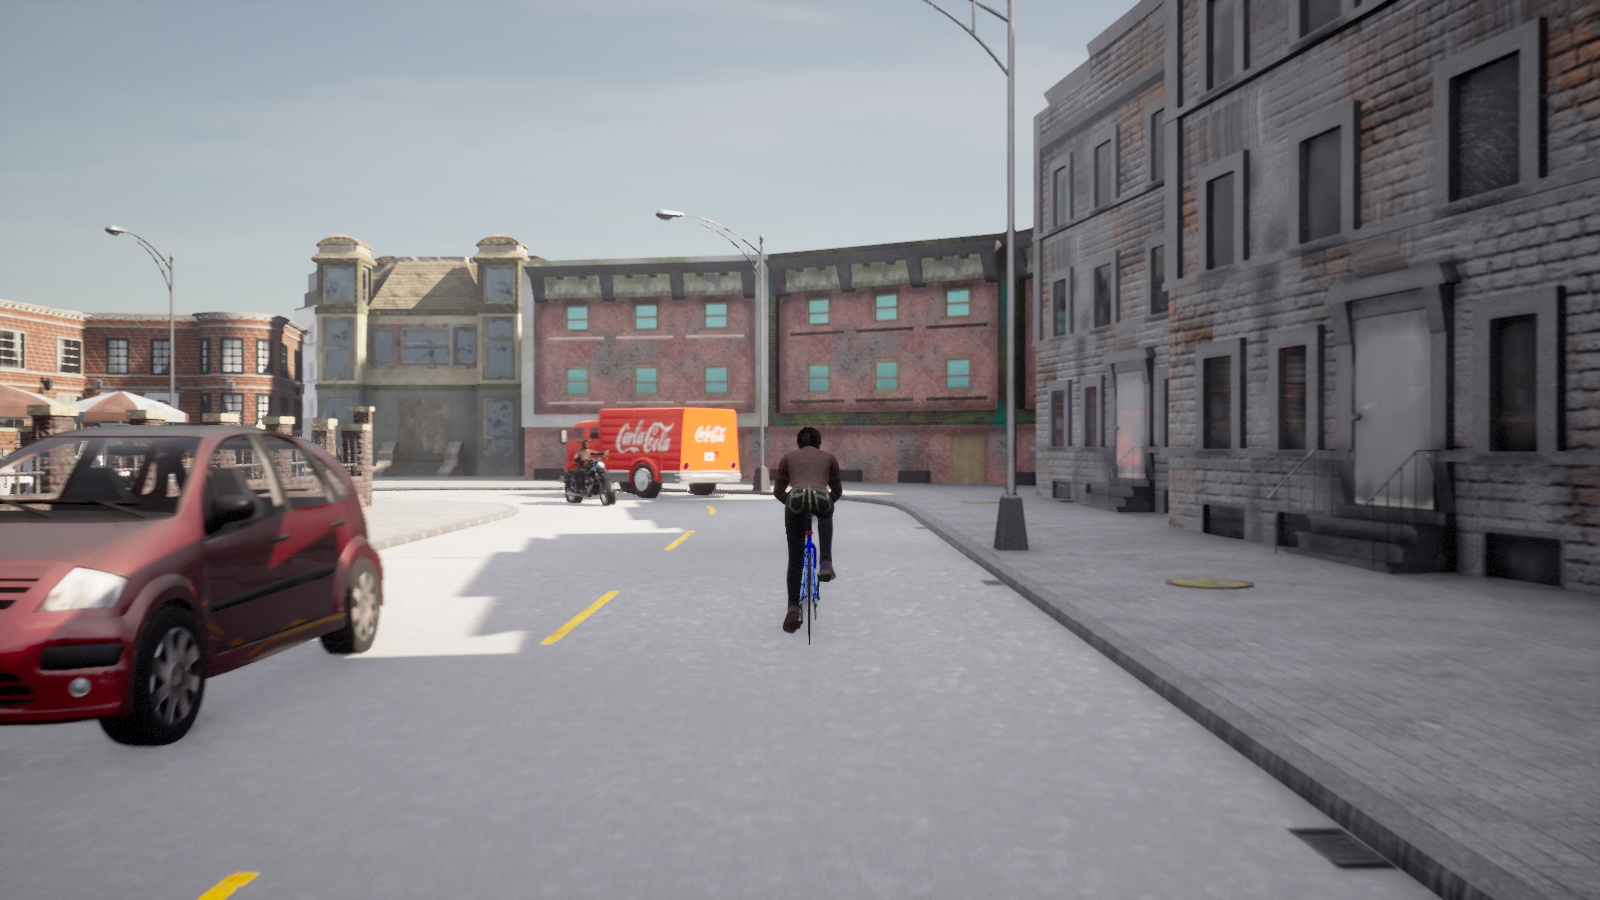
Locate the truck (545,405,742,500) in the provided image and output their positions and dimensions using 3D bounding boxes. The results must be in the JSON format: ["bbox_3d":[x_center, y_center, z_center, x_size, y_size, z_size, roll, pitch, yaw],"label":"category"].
[{"bbox_3d":[-4.447,0.057,35.398,5.204,2.467,2.627,0,0,39],"label":"truck"}]

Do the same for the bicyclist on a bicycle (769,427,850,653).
[{"bbox_3d":[0.071,0.644,9.823,0.582,1.620,1.656,0,0,0],"label":"bicyclist on a bicycle"}]

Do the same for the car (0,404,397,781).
[{"bbox_3d":[-3.943,0.600,7.381,1.851,1.617,3.988,0,0,0],"label":"car"}]

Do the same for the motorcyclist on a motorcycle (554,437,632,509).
[{"bbox_3d":[-4.982,0.524,30.127,0.766,1.649,2.350,-3,2,-38],"label":"motorcyclist on a motorcycle"}]
